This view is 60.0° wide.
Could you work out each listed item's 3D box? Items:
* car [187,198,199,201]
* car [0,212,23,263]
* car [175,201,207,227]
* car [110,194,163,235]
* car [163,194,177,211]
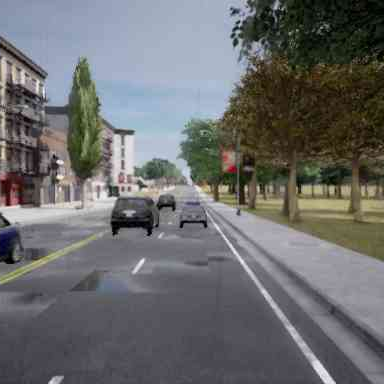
[{"bbox_3d":[0.107,1.561,42.757,1.882,1.535,5.008,0,0,0],"label":"car"},{"bbox_3d":[-6.569,1.363,8.915,2.097,1.767,4.553,0,0,0],"label":"car"},{"bbox_3d":[0.105,1.586,23.131,2.033,1.411,5.357,0,0,0],"label":"car"},{"bbox_3d":[-3.146,1.250,19.240,2.150,2.045,5.566,0,0,0],"label":"car"},{"bbox_3d":[-3.144,1.304,42.588,2.150,2.045,5.566,0,0,0],"label":"car"}]
